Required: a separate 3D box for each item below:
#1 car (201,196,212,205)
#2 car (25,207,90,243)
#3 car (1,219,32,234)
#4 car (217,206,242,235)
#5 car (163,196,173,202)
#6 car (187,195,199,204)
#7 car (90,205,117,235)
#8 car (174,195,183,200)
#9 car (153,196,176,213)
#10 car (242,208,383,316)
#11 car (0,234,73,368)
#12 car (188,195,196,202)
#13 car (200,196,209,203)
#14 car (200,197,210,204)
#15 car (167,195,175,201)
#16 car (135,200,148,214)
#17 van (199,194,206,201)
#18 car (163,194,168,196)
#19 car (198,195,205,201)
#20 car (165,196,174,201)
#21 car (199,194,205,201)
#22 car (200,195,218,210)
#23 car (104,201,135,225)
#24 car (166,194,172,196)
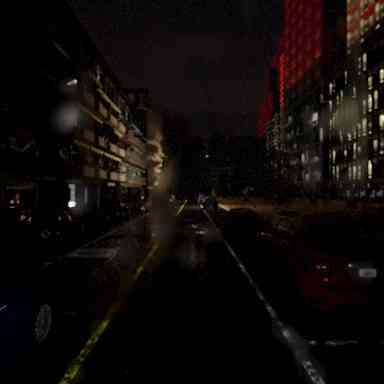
[{"bbox_3d":[2.689,1.573,62.900,1.752,1.417,4.829,0,0,0],"label":"car"},{"bbox_3d":[-5.695,1.444,12.991,1.967,1.590,4.097,0,0,0],"label":"car"},{"bbox_3d":[-5.694,1.547,7.463,1.887,1.381,4.507,0,0,0],"label":"car"},{"bbox_3d":[2.686,1.550,18.517,1.887,1.381,4.507,0,0,0],"label":"car"},{"bbox_3d":[-5.689,1.626,79.311,2.008,1.369,4.403,0,0,0],"label":"car"},{"bbox_3d":[0.004,1.575,63.116,1.812,1.442,4.674,0,0,0],"label":"car"},{"bbox_3d":[-5.694,1.588,18.518,1.802,1.307,4.206,0,0,0],"label":"car"},{"bbox_3d":[-2.994,1.479,77.733,1.837,1.490,4.892,0,0,0],"label":"car"},{"bbox_3d":[-3.092,1.541,36.703,1.812,1.442,4.674,0,0,0],"label":"car"},{"bbox_3d":[2.685,1.317,7.463,2.192,1.841,5.009,0,0,0],"label":"car"},{"bbox_3d":[-3.076,1.527,3.598,1.812,1.442,4.674,0,0,0],"label":"car"},{"bbox_3d":[0.009,1.444,78.395,1.837,1.490,4.892,0,0,0],"label":"car"},{"bbox_3d":[2.690,1.647,73.783,1.802,1.307,4.206,0,0,0],"label":"car"},{"bbox_3d":[2.690,1.638,68.257,1.802,1.307,4.206,0,0,0],"label":"car"},{"bbox_3d":[-5.689,1.537,90.363,1.967,1.590,4.097,0,0,0],"label":"car"},{"bbox_3d":[-5.692,1.540,34.928,1.752,1.417,4.829,0,0,0],"label":"car"},{"bbox_3d":[2.690,1.426,84.837,1.690,1.788,3.998,0,0,0],"label":"van"},{"bbox_3d":[-5.691,1.585,57.204,1.887,1.381,4.507,0,0,0],"label":"car"},{"bbox_3d":[2.692,1.622,90.532,1.752,1.417,4.829,0,0,0],"label":"car"},{"bbox_3d":[-5.689,1.636,84.838,2.008,1.369,4.403,0,0,0],"label":"car"},{"bbox_3d":[2.688,1.480,57.203,1.967,1.590,4.097,0,0,0],"label":"car"},{"bbox_3d":[2.358,1.526,43.620,1.837,1.490,4.892,0,0,0],"label":"car"},{"bbox_3d":[-5.694,1.448,24.044,1.967,1.590,4.097,0,0,0],"label":"car"},{"bbox_3d":[-5.691,1.582,68.088,1.752,1.417,4.829,0,0,0],"label":"car"}]
